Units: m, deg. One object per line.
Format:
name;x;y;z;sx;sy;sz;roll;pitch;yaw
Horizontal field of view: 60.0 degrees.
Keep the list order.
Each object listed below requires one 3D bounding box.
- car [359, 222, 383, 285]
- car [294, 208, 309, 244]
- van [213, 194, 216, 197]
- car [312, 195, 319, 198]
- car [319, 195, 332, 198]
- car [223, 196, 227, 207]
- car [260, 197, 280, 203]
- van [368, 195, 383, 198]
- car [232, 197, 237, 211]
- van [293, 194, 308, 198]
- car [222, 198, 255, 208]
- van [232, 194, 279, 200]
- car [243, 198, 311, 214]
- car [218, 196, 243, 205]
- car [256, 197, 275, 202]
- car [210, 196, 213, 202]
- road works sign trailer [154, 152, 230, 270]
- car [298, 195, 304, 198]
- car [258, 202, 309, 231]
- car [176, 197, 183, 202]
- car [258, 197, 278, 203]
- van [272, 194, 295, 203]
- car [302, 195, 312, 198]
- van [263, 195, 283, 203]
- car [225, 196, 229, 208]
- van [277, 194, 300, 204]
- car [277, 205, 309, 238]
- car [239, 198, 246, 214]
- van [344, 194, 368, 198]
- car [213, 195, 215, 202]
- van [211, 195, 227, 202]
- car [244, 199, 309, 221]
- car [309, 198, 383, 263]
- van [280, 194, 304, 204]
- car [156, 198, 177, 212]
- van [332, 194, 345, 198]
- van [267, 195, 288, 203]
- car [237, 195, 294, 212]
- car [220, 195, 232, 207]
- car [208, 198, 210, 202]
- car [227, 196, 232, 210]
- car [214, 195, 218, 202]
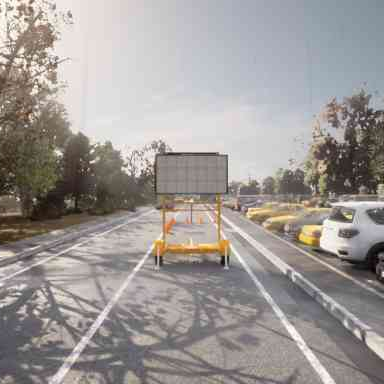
car;6.828;1.590;7.441;5.008;1.535;2.097;0;0;0
car;7.054;1.568;12.992;5.366;1.575;1.946;0;0;0
van;7.225;1.523;71.282;4.442;1.987;1.878;0;0;0
car;20.189;1.356;46.099;5.566;2.045;2.435;0;0;0
car;20.166;1.341;43.329;5.566;2.045;2.435;0;0;0
car;7.109;1.645;46.295;4.792;1.488;2.163;0;0;0
car;20.549;2.035;87.627;4.892;1.521;2.231;0;-1;0
van;19.996;1.310;32.235;4.442;1.987;1.878;0;0;0
car;7.078;1.586;35.190;4.792;1.488;2.163;0;0;0
van;20.425;1.441;57.305;4.442;1.987;1.878;0;0;0
car;7.190;1.646;51.847;4.892;1.521;2.231;0;0;0
van;7.187;1.345;37.968;4.442;1.987;1.878;0;0;0
car;7.166;1.530;26.869;5.366;1.575;1.946;0;0;0
car;7.242;1.579;62.952;4.553;1.767;2.185;0;0;0
car;20.596;2.155;93.291;5.008;1.535;2.097;0;-1;0
car;7.392;1.513;74.057;5.566;2.045;2.435;0;0;0
road works sign trailer;-0.016;0.480;11.138;2.380;3.560;2.880;0;0;-1
car;20.288;1.692;54.534;4.674;1.452;2.002;0;0;0
car;6.728;1.550;18.547;5.366;1.575;1.946;0;0;0
car;-2.940;1.832;74.828;1.882;1.535;5.008;0;-1;0
car;20.572;2.093;90.396;5.008;1.535;2.097;0;-1;0
van;20.327;1.530;73.935;4.442;1.987;1.878;0;-1;0
car;20.257;1.637;51.639;5.008;1.535;2.097;0;0;0
van;20.649;1.749;84.861;4.442;1.987;1.878;0;-1;0
car;7.087;1.630;43.519;4.792;1.488;2.163;0;0;0
van;20.536;1.515;71.030;4.442;1.987;1.878;0;0;0
car;6.897;1.563;15.769;4.892;1.521;2.231;0;0;0
car;6.997;1.536;29.638;4.892;1.521;2.231;0;0;0
van;20.266;1.337;37.788;4.442;1.987;1.878;0;0;0
car;7.291;1.719;65.728;5.008;1.535;2.097;0;0;0
van;7.638;1.939;93.469;4.442;1.987;1.878;0;-1;0
car;6.774;1.533;24.220;5.366;1.575;1.946;0;0;0
car;6.874;1.329;10.216;5.566;2.045;2.435;0;0;0
van;20.515;1.500;68.385;4.442;1.987;1.878;0;0;0
car;-3.254;1.662;40.681;1.994;1.385;4.181;0;0;0
van;20.055;1.352;40.561;4.442;1.987;1.878;0;0;0
van;20.370;1.630;79.325;4.442;1.987;1.878;0;-1;0
car;7.057;1.418;32.418;4.553;1.767;2.185;0;0;0
car;6.976;1.628;49.073;5.366;1.575;1.946;0;0;0
car;7.505;2.105;90.689;5.008;1.535;2.097;0;-1;0
car;7.064;1.616;40.743;4.792;1.488;2.163;0;0;0
car;7.043;1.672;57.401;5.366;1.575;1.946;0;0;0
